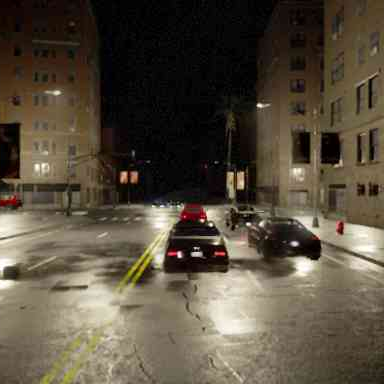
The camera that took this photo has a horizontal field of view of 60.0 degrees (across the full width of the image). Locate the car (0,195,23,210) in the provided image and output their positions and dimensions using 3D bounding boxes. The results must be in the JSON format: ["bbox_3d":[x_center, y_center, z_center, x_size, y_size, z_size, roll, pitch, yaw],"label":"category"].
[{"bbox_3d":[-23.873,1.328,41.504,5.009,1.841,2.192,1,0,-9],"label":"car"}]

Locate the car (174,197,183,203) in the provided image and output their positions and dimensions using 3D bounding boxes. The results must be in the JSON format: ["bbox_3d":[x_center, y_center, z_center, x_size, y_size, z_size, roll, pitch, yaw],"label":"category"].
[{"bbox_3d":[-3.223,1.928,80.191,1.882,1.535,5.008,0,0,0],"label":"car"}]

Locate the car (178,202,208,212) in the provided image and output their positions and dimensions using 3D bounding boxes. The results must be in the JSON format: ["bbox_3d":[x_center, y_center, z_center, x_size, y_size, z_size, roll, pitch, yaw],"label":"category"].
[{"bbox_3d":[0.108,1.655,22.611,1.812,1.442,4.674,0,0,0],"label":"car"}]

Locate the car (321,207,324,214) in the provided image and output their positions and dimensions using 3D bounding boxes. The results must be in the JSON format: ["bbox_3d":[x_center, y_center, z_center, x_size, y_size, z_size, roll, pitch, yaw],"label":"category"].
[{"bbox_3d":[16.225,1.975,35.991,4.313,1.339,1.947,0,0,0],"label":"car"}]

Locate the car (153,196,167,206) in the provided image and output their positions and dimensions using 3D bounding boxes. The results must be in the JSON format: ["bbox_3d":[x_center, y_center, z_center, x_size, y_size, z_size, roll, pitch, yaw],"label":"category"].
[{"bbox_3d":[-6.513,1.852,65.004,1.882,1.535,5.008,0,0,1],"label":"car"}]

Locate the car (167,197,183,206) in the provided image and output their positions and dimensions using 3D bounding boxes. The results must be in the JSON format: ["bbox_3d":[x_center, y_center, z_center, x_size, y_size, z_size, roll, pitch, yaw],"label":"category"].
[{"bbox_3d":[-3.265,1.878,65.059,1.837,1.490,4.892,0,0,1],"label":"car"}]

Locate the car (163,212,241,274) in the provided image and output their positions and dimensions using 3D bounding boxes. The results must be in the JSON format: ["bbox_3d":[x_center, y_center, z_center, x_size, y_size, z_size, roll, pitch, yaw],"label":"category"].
[{"bbox_3d":[0.097,1.609,10.765,2.033,1.411,5.357,0,0,0],"label":"car"}]

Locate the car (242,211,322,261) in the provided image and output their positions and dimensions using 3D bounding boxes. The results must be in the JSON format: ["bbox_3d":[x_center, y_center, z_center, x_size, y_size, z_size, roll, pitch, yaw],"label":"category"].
[{"bbox_3d":[3.314,1.636,12.636,1.994,1.385,4.181,0,0,1],"label":"car"}]

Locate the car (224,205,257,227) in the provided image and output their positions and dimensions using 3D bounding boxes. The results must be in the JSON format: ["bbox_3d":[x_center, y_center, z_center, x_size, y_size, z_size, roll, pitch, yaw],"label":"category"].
[{"bbox_3d":[3.257,1.628,21.553,1.837,1.490,4.892,0,0,0],"label":"car"}]
